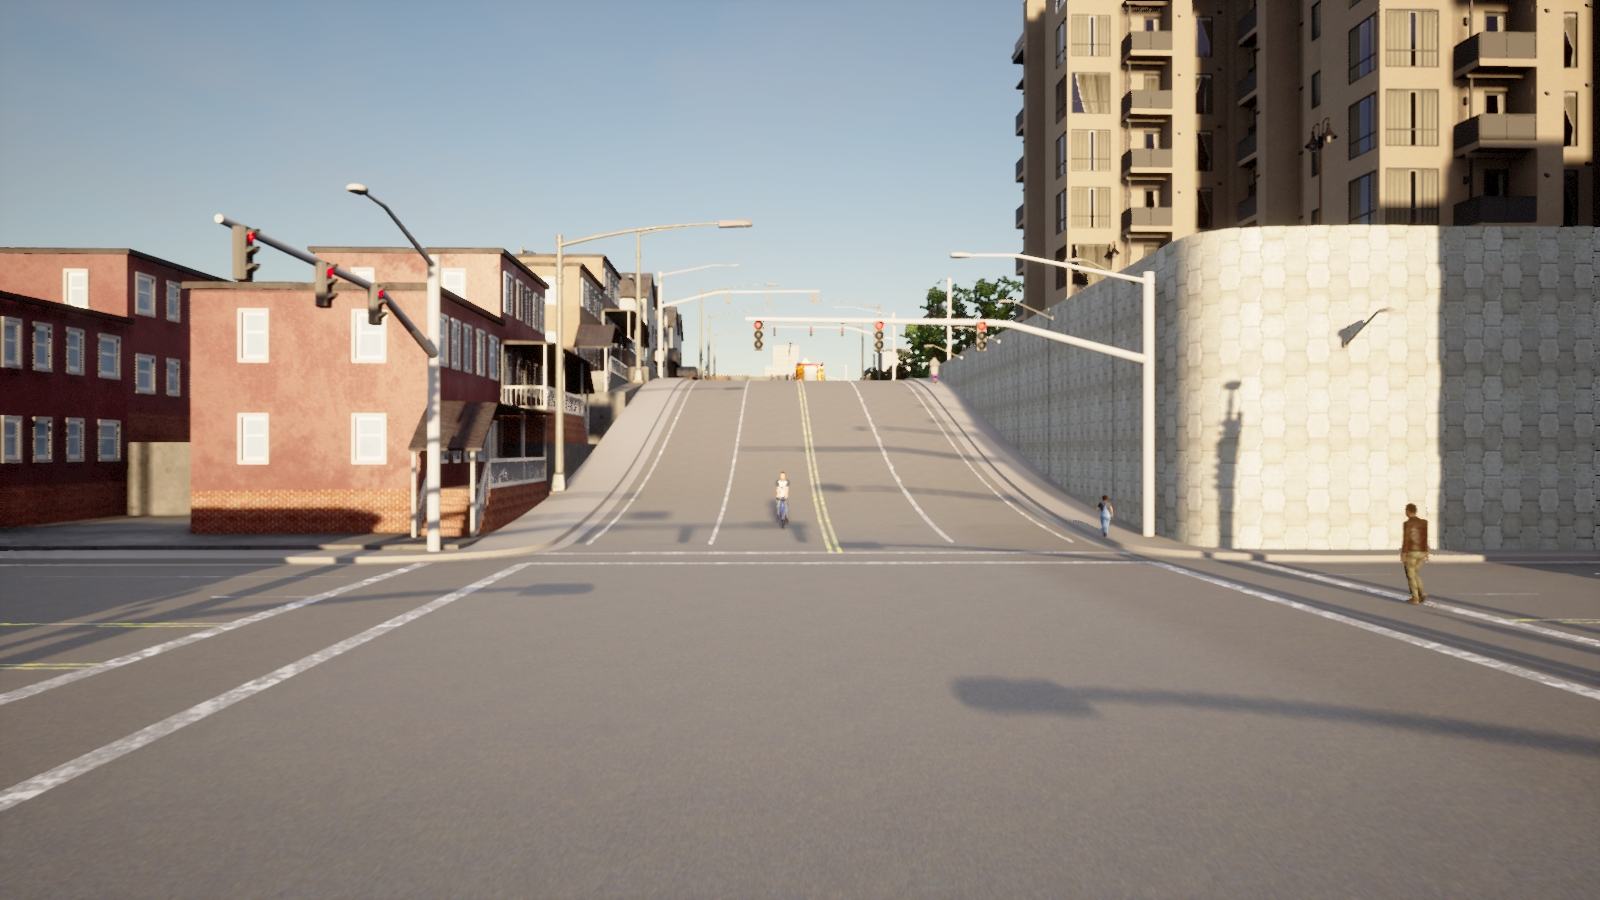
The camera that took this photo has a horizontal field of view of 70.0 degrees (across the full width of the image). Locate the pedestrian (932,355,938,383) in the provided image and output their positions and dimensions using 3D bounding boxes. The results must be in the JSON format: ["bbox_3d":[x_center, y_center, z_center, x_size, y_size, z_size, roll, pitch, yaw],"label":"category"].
[{"bbox_3d":[8.839,-5.309,74.871,0.375,1.860,0.375,0,0,-1],"label":"pedestrian"}]

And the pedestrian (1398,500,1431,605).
[{"bbox_3d":[11.108,1.851,20.667,0.375,1.860,0.375,0,0,-7],"label":"pedestrian"}]

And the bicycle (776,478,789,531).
[{"bbox_3d":[-0.553,1.739,36.753,0.373,1.521,1.643,0,4,1],"label":"bicycle"}]

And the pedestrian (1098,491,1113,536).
[{"bbox_3d":[8.992,1.863,33.643,0.375,1.300,0.375,0,0,7],"label":"pedestrian"}]
